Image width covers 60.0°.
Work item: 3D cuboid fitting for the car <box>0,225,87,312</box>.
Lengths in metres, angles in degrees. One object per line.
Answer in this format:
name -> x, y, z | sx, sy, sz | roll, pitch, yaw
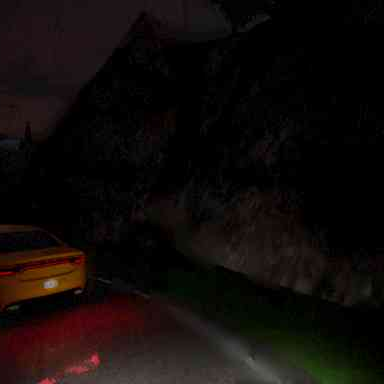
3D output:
car -> -4.347, 1.478, 7.518 | 5.008, 1.535, 1.882 | 0, 0, 42
